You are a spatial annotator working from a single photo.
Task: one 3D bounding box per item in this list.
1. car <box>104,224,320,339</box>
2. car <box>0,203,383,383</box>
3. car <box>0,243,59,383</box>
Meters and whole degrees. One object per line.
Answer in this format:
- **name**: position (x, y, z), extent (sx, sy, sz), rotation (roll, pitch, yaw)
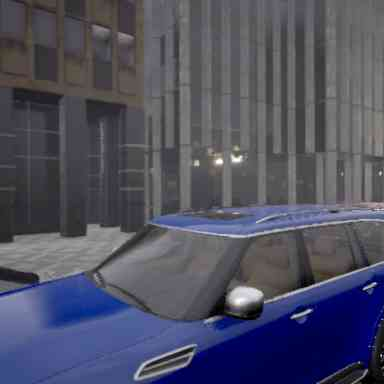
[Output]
- **car**: position (0.572, 1.551, 7.061), extent (4.313, 1.339, 1.947), rotation (0, 0, -36)
- **car**: position (0.394, 1.213, 3.659), extent (5.566, 2.045, 2.150), rotation (0, 0, -35)
- **car**: position (-4.016, 1.570, 3.786), extent (4.313, 1.339, 1.947), rotation (0, 0, -36)
